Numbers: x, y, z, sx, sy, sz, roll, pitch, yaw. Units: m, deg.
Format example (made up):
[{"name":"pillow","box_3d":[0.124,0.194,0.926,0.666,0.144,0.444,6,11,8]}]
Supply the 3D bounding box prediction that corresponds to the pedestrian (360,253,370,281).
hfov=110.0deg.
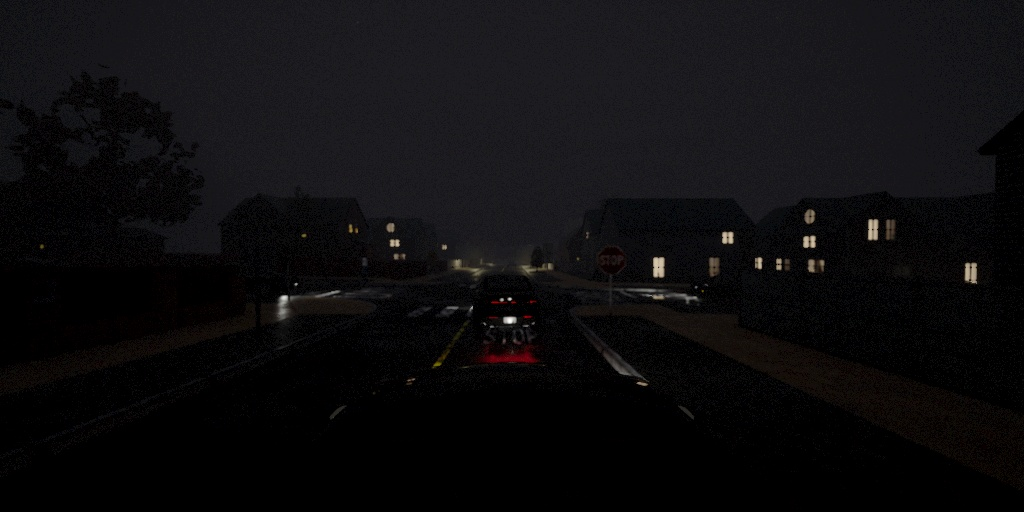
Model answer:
[{"name":"pedestrian","box_3d":[-9.705,0.703,23.651,0.375,1.860,0.375,0,0,1]}]

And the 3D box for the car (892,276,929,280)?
[{"name":"car","box_3d":[21.857,1.833,20.284,5.357,1.411,2.033,1,1,1]}]

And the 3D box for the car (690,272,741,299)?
[{"name":"car","box_3d":[12.507,1.646,20.419,4.181,1.385,1.994,1,1,1]}]

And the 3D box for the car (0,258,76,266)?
[{"name":"car","box_3d":[-23.539,0.895,18.006,4.892,1.490,1.837,1,1,1]}]

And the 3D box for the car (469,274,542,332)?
[{"name":"car","box_3d":[-0.246,1.293,11.084,1.837,1.490,4.892,0,0,-5]}]

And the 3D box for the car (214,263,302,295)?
[{"name":"car","box_3d":[-13.145,1.108,17.849,4.892,1.490,1.837,1,1,1]}]

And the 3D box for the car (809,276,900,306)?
[{"name":"car","box_3d":[14.997,1.739,17.436,5.357,1.411,2.033,1,1,1]}]
